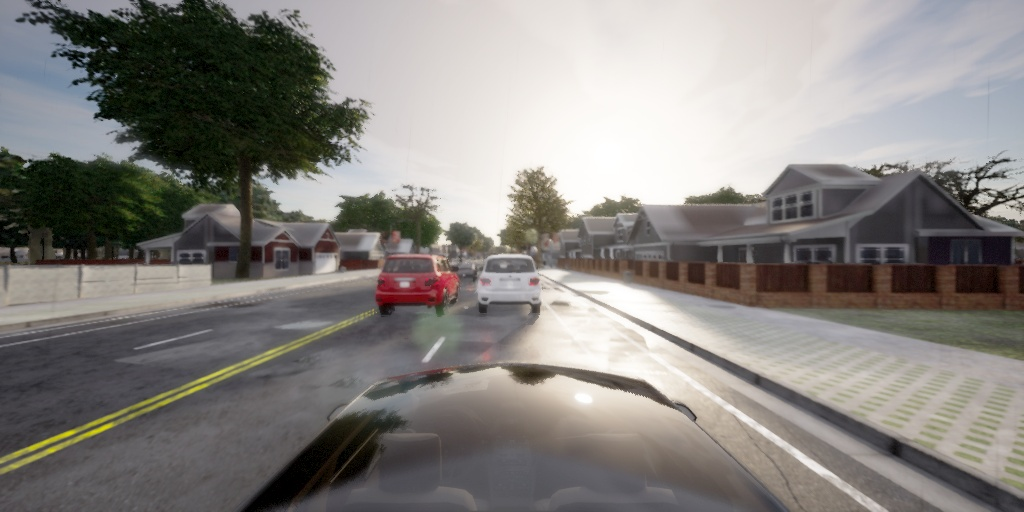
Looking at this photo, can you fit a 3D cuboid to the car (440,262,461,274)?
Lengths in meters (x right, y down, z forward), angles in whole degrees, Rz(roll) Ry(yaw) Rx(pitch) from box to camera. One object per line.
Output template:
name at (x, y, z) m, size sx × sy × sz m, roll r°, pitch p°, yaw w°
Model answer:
car at (-7.576, 1.434, 44.606) m, size 1.895 × 1.301 × 4.718 m, roll 0°, pitch 0°, yaw -1°

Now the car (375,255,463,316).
car at (-3.352, 0.992, 13.664) m, size 2.150 × 2.045 × 5.566 m, roll 0°, pitch -1°, yaw -1°

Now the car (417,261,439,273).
car at (-10.869, 1.405, 46.565) m, size 1.994 × 1.385 × 4.181 m, roll 0°, pitch 0°, yaw -1°

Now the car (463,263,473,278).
car at (-3.767, 1.296, 30.099) m, size 2.128 × 1.511 × 4.902 m, roll 0°, pitch 0°, yaw -1°

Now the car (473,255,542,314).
car at (-0.111, 0.992, 14.014) m, size 2.150 × 2.045 × 5.566 m, roll 0°, pitch 0°, yaw -1°
